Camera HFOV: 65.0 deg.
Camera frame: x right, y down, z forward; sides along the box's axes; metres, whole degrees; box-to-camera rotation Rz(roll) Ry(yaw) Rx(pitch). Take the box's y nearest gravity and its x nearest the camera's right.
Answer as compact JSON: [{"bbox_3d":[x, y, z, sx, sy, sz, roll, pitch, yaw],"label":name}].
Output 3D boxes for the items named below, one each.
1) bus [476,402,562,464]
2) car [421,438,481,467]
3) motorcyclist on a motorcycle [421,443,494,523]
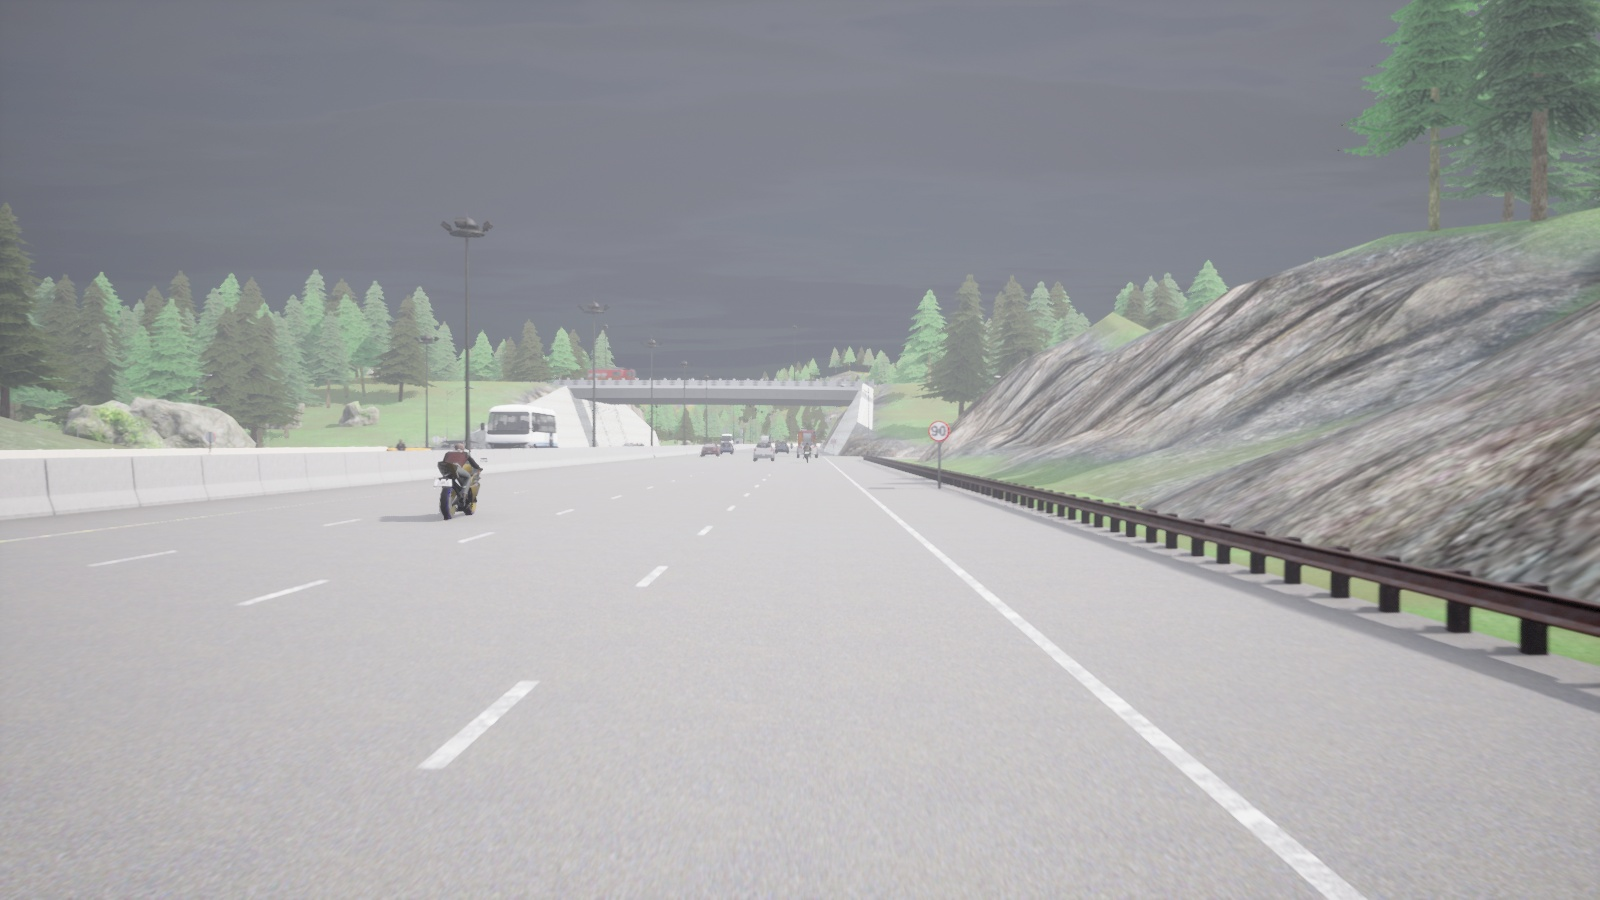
[{"bbox_3d":[-20.461,-1.165,92.094,3.944,4.253,10.273,0,0,0],"label":"bus"},{"bbox_3d":[-20.563,0.157,74.190,2.242,1.667,4.611,0,0,0],"label":"car"},{"bbox_3d":[-6.842,0.634,25.190,0.866,1.530,2.191,0,0,0],"label":"motorcyclist on a motorcycle"}]
